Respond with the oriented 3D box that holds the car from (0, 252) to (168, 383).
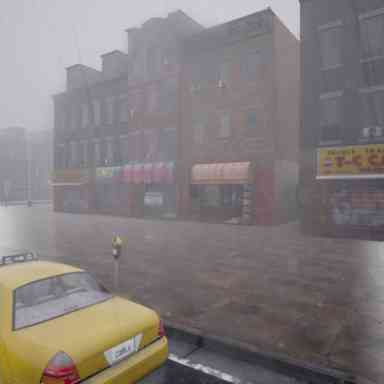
[{"bbox_3d":[-2.554,1.526,4.636,4.829,1.417,1.752,0,0,36],"label":"car"}]
